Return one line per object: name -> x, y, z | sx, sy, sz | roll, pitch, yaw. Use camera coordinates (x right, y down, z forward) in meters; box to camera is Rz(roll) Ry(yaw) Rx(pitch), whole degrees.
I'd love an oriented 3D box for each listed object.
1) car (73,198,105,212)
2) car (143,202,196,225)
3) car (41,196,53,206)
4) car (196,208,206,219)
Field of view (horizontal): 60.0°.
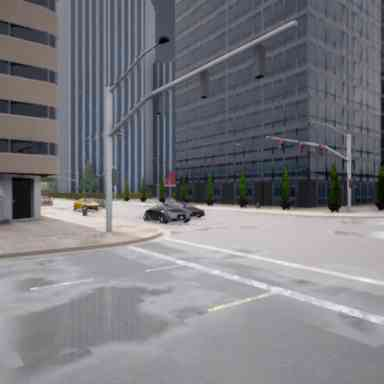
car -> -12.287, 1.521, 38.682 | 1.882, 1.535, 5.008 | 0, 0, -37
car -> -1.915, 1.607, 24.723 | 1.994, 1.385, 4.181 | 0, 0, -37
car -> -24.792, 1.396, 55.669 | 2.097, 1.767, 4.553 | 0, 0, -37
car -> -1.067, 1.587, 29.448 | 2.033, 1.411, 5.357 | 0, 0, -37
